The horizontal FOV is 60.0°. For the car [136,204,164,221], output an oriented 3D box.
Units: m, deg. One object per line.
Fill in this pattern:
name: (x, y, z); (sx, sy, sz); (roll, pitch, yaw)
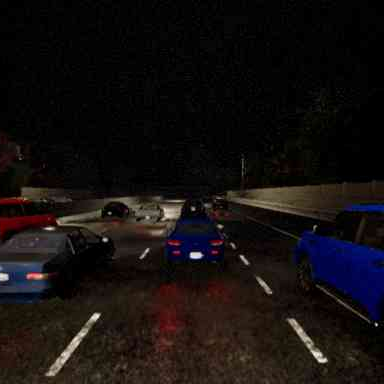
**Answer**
car: (-3.397, 1.675, 27.727); (1.895, 1.301, 4.718); (0, 0, 0)

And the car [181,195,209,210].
car: (0.099, 1.430, 28.904); (2.097, 1.767, 4.553); (0, 0, 0)

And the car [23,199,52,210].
car: (-21.072, 1.693, 45.437); (1.994, 1.385, 4.181); (0, 0, 0)

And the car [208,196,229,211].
car: (3.503, 1.591, 42.119); (2.128, 1.511, 4.902); (0, 0, 0)

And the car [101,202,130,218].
car: (-6.899, 1.608, 30.252); (1.812, 1.442, 4.674); (0, 0, 0)

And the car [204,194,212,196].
car: (3.505, 1.456, 76.167); (2.150, 2.045, 5.566); (0, 0, 0)

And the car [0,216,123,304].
car: (-3.402, 1.569, 8.425); (2.033, 1.411, 5.357); (0, 0, 0)

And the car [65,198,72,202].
car: (-17.571, 1.620, 45.022); (2.128, 1.511, 4.902); (0, 0, 0)

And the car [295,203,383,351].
car: (3.523, 1.189, 5.507); (2.150, 2.045, 5.566); (0, 0, -1)

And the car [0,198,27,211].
car: (-24.565, 1.620, 44.877); (2.128, 1.511, 4.902); (0, 0, 0)

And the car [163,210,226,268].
car: (0.100, 1.554, 11.314); (1.812, 1.442, 4.674); (0, 0, 0)

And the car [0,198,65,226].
car: (-6.899, 1.253, 12.158); (2.150, 2.045, 5.566); (0, 0, 0)
